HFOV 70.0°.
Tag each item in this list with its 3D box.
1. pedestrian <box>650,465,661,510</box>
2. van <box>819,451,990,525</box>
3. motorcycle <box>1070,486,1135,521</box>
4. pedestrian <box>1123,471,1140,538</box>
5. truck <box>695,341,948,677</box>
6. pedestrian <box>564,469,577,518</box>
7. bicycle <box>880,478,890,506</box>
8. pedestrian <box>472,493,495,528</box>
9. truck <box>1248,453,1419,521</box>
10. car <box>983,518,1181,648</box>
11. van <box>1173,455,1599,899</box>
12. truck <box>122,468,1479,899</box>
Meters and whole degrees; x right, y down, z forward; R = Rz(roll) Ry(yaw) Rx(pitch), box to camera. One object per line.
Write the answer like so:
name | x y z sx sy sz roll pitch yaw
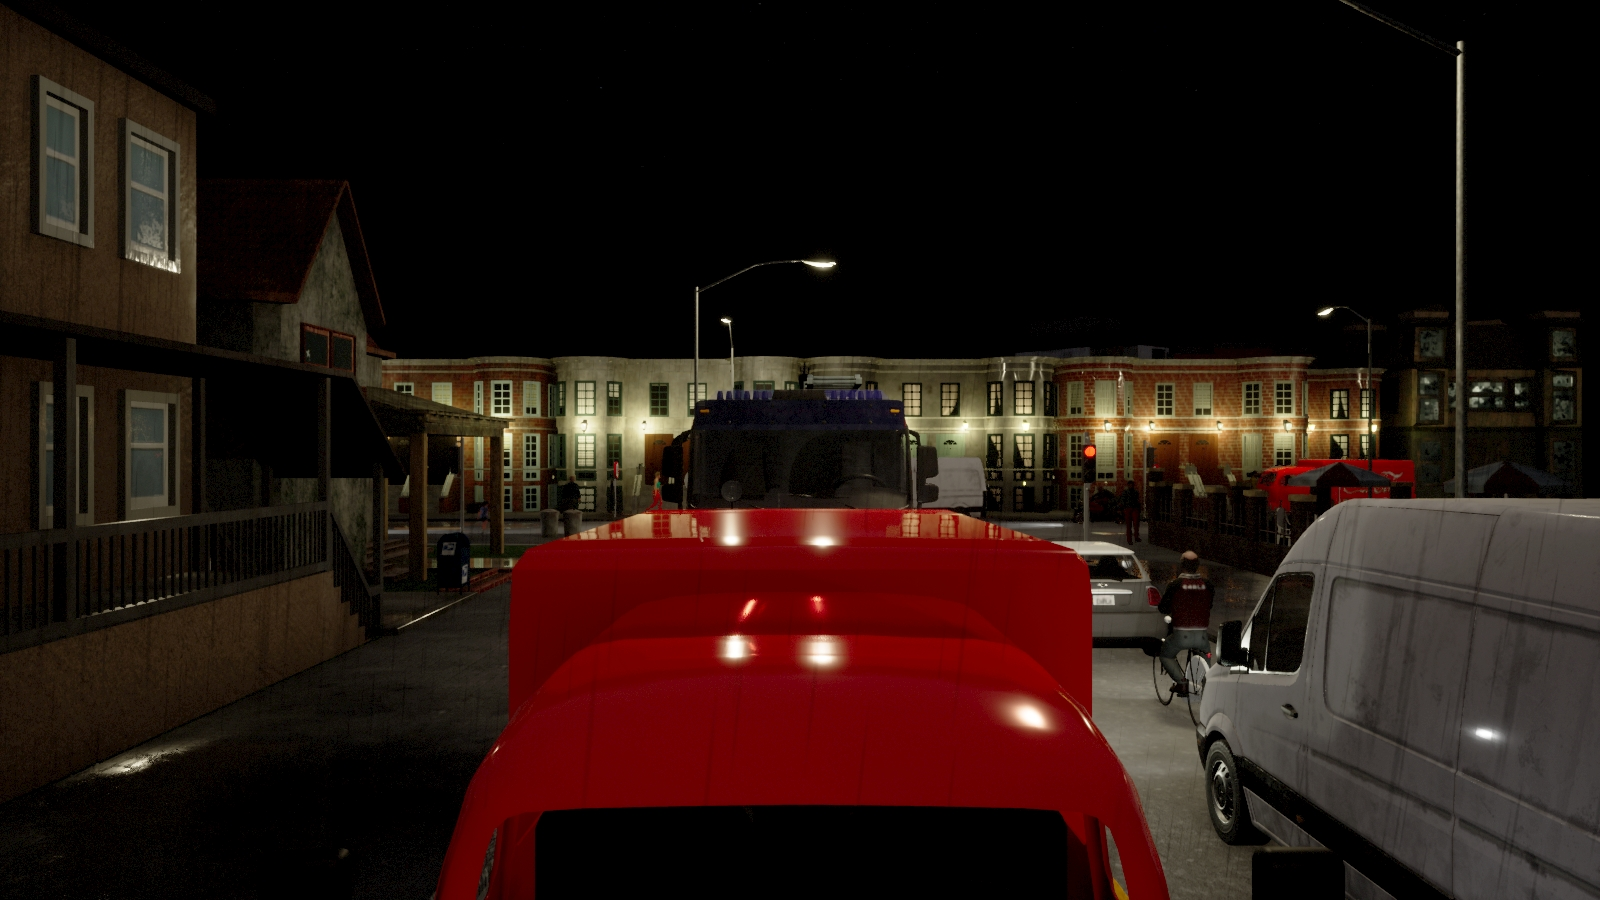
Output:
pedestrian | -5.931 1.545 46.927 0.375 1.860 0.375 0 0 0
van | 3.836 1.332 41.745 5.915 2.561 1.988 0 0 -19
motorcycle | 11.375 2.003 43.024 2.209 1.251 0.867 0 0 0
pedestrian | 9.362 1.530 32.290 0.375 1.860 0.375 0 0 0
truck | 0.275 0.678 17.256 2.891 3.827 8.468 0 0 0
pedestrian | -8.696 1.647 43.261 0.375 1.860 0.375 0 0 4
bicycle | 4.005 1.963 53.762 0.329 1.271 1.835 0 0 0
pedestrian | -10.092 1.921 36.431 0.500 1.100 0.500 0 0 18
truck | 20.002 1.366 43.031 5.204 2.467 2.627 0 0 0
car | 3.996 1.852 16.834 1.970 1.475 3.806 0 0 0
van | 4.008 1.318 6.281 1.988 2.561 5.915 0 0 0
truck | -0.002 1.351 4.813 2.627 2.467 5.204 0 0 0
